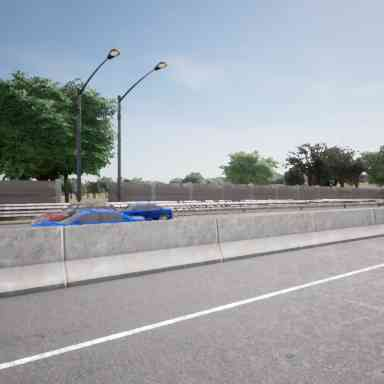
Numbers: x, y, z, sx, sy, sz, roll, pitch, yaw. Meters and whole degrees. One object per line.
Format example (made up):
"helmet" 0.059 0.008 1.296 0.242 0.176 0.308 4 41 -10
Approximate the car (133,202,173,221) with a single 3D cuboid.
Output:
"car" -3.690 1.473 22.868 5.008 1.535 1.882 0 0 -36

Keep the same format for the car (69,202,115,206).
"car" -5.775 1.348 17.075 4.553 1.767 2.097 0 0 -36

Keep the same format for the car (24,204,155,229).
"car" -4.319 1.474 13.814 5.008 1.535 1.882 0 0 -36
